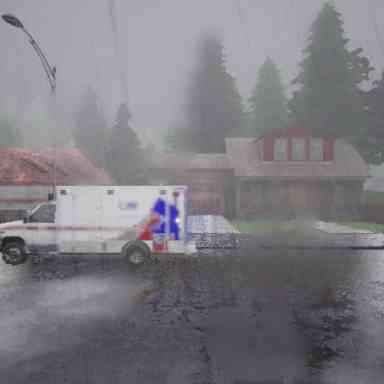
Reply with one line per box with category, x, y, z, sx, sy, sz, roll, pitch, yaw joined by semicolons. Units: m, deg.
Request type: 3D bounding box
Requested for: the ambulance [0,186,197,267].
ambulance;-3.032;1.031;11.041;6.366;2.431;2.351;0;0;0
